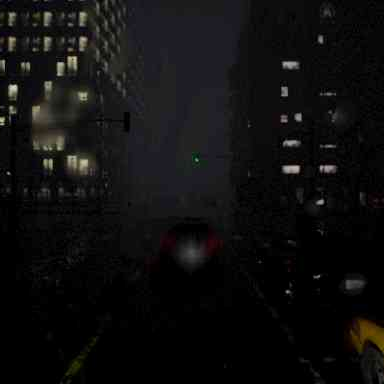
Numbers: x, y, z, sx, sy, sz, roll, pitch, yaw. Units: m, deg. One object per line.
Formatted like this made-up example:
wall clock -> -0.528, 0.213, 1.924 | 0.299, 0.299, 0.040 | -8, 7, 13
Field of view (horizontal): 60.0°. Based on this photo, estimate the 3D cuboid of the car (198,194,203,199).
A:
car -> 2.706, 1.521, 62.495 | 2.008, 1.369, 4.403 | 0, 0, 0

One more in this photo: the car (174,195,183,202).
car -> -2.982, 1.432, 76.156 | 1.882, 1.535, 5.008 | 0, 0, 0

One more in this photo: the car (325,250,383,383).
car -> 2.693, 1.524, 2.041 | 1.752, 1.417, 4.829 | 0, 0, 0

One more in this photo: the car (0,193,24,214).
car -> -17.686, 1.006, 29.621 | 5.009, 1.841, 2.192 | 1, -1, 0

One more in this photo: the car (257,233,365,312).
car -> 2.694, 1.560, 7.554 | 1.947, 1.339, 4.313 | 0, 0, 0

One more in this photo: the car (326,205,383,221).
car -> 14.650, 1.811, 29.892 | 4.829, 1.417, 1.752 | 1, -1, 0

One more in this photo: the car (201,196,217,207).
car -> 2.754, 1.554, 49.578 | 1.802, 1.307, 4.206 | 0, 0, 0

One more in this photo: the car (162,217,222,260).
car -> -0.007, 1.592, 12.442 | 1.895, 1.301, 4.718 | 0, 0, 0

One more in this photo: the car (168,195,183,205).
car -> -3.022, 1.518, 60.524 | 2.033, 1.411, 5.357 | 0, 0, 1

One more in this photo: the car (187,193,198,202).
car -> 0.018, 1.461, 71.762 | 1.837, 1.490, 4.892 | 0, 0, 0

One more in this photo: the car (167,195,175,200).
car -> -5.667, 1.523, 90.739 | 2.008, 1.369, 4.403 | 0, 0, 0
